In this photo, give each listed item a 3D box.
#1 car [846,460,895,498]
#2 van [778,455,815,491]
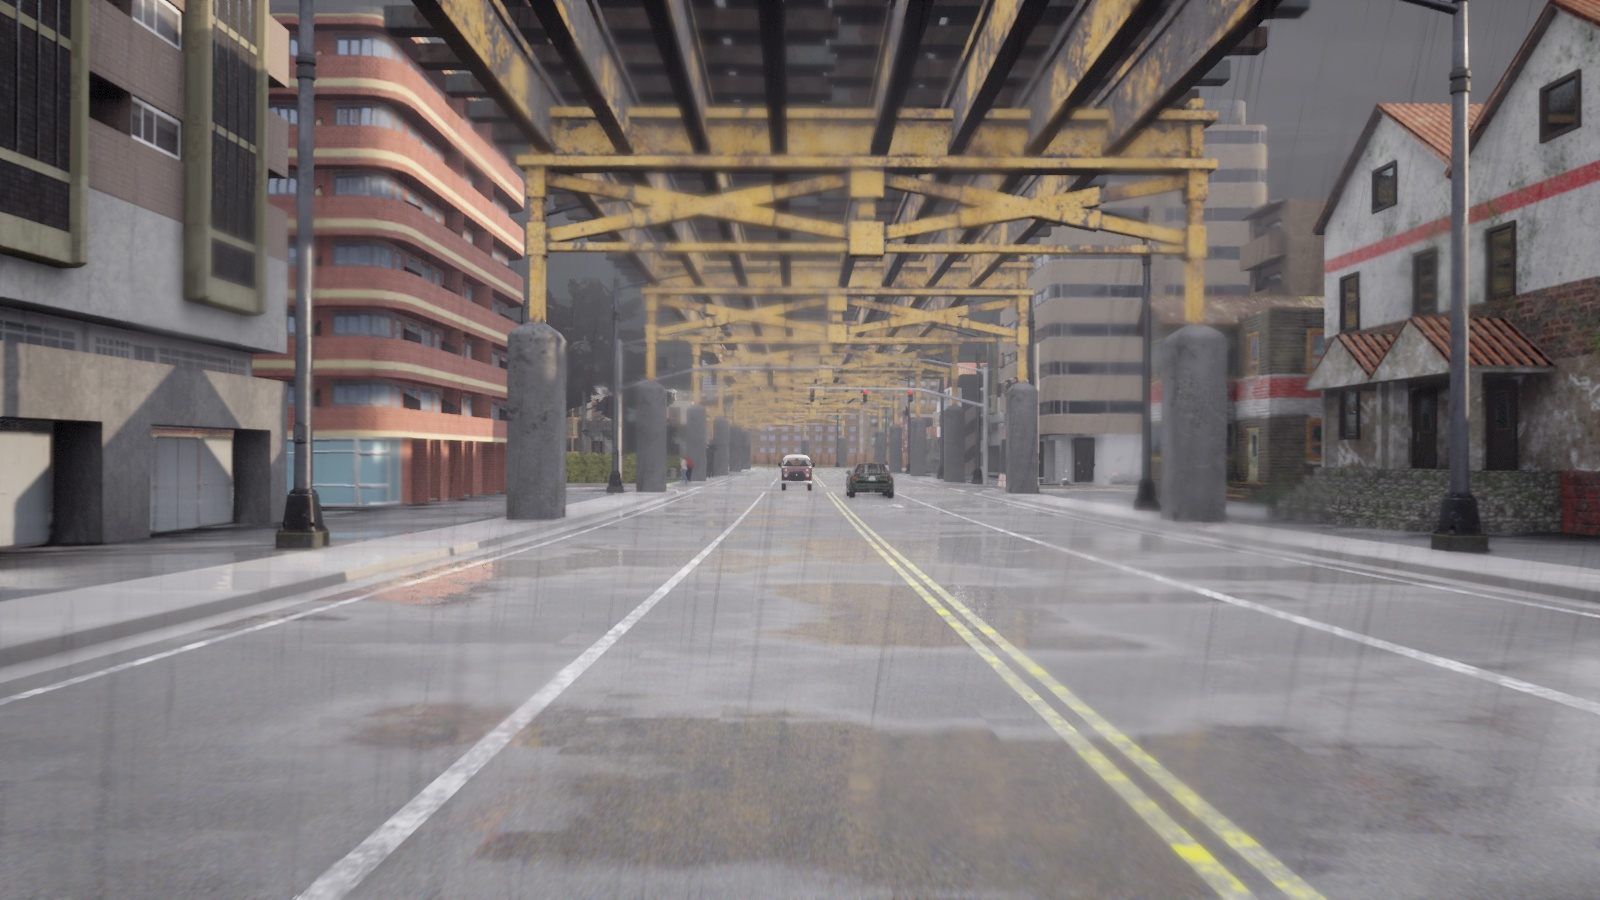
[{"bbox_3d":[3.346,1.356,60.686,2.097,1.767,4.553,0,0,0],"label":"car"},{"bbox_3d":[-0.184,1.295,72.304,2.069,2.038,4.480,0,0,0],"label":"van"}]
